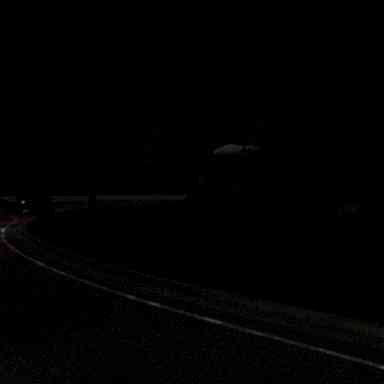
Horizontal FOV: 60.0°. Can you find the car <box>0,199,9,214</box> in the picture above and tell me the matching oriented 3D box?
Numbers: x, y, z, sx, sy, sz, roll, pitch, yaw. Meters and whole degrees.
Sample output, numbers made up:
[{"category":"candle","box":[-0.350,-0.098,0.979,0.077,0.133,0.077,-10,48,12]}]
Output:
[{"category":"car","box":[-19.322,1.398,33.158,1.812,1.442,4.674,0,0,-4]}]

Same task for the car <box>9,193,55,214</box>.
[{"category":"car","box":[-15.979,1.094,34.032,2.150,2.045,5.566,0,-1,-2]}]
